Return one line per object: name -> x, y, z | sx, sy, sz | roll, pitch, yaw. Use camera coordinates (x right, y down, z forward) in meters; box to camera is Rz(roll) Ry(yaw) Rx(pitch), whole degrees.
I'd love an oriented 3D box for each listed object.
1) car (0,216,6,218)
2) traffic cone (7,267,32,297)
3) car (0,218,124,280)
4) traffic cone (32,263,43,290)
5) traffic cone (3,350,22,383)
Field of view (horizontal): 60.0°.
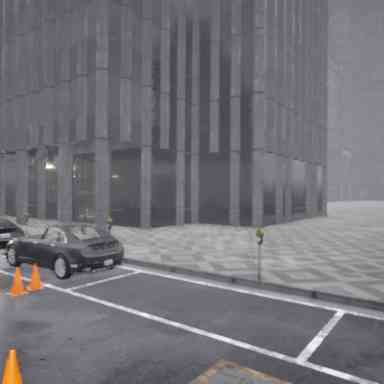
car -> -8.490, 1.639, 13.436 | 4.313, 1.339, 1.947 | 0, 0, 37
traffic cone -> -3.931, 2.003, 7.519 | 0.340, 0.580, 0.340 | 0, -1, 37
car -> -3.958, 1.621, 10.077 | 4.403, 1.369, 2.008 | 0, 0, 37
traffic cone -> -3.755, 2.008, 7.980 | 0.340, 0.580, 0.340 | 1, -1, -25
traffic cone -> -1.909, 1.979, 3.530 | 0.340, 0.580, 0.340 | 0, -1, 37
